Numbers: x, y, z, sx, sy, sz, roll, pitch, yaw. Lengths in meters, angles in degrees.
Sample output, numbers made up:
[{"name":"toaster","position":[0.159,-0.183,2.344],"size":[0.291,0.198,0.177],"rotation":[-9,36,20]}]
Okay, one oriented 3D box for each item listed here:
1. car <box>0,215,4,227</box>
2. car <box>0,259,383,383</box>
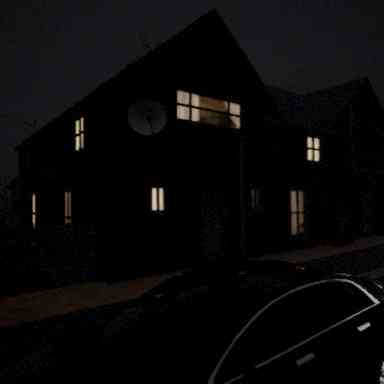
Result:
[{"name":"car","position":[-16.845,2.279,27.012],"size":[1.812,1.442,4.674],"rotation":[0,-1,-4]},{"name":"car","position":[0.428,1.566,3.372],"size":[4.892,1.490,1.837],"rotation":[0,-1,-37]}]
